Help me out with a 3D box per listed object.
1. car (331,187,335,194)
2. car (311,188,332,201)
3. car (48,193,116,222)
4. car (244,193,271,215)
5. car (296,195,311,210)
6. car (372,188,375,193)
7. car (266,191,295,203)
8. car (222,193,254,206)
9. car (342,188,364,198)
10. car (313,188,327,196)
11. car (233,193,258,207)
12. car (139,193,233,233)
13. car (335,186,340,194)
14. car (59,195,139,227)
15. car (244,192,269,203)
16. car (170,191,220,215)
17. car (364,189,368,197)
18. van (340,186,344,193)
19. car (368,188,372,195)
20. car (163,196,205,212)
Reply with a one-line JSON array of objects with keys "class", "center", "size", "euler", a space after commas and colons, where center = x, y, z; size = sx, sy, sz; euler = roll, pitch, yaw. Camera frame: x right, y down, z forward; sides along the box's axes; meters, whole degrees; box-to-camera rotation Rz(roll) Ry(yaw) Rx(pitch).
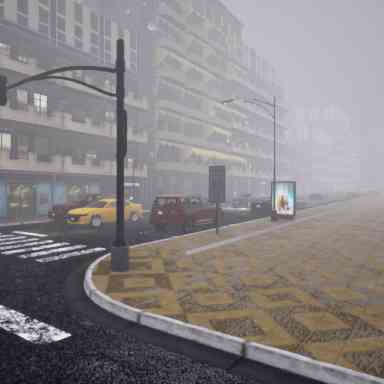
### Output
[{"class": "car", "center": [31.061, -0.027, 77.022], "size": [1.887, 1.381, 4.507], "euler": [2, 2, 35]}, {"class": "car", "center": [19.117, 0.563, 49.836], "size": [1.994, 1.385, 4.181], "euler": [0, 1, 35]}, {"class": "car", "center": [-7.047, 1.010, 22.456], "size": [2.192, 1.841, 5.009], "euler": [1, 2, 35]}, {"class": "car", "center": [6.209, 1.069, 26.809], "size": [1.947, 1.339, 4.313], "euler": [1, 2, 35]}, {"class": "car", "center": [9.386, 0.965, 31.358], "size": [1.947, 1.339, 4.313], "euler": [1, 2, 35]}, {"class": "car", "center": [37.974, -0.012, 72.285], "size": [1.887, 1.381, 4.507], "euler": [1, 2, 35]}, {"class": "car", "center": [12.121, 0.631, 45.318], "size": [2.128, 1.511, 4.902], "euler": [0, 1, 35]}, {"class": "car", "center": [5.655, 0.829, 40.649], "size": [2.008, 1.369, 4.403], "euler": [2, 2, 35]}, {"class": "car", "center": [28.445, 0.309, 58.643], "size": [1.887, 1.381, 4.507], "euler": [1, 2, 35]}, {"class": "car", "center": [27.885, -0.025, 72.471], "size": [1.967, 1.590, 4.097], "euler": [2, 2, 35]}, {"class": "car", "center": [6.114, 0.843, 36.795], "size": [1.837, 1.490, 4.892], "euler": [0, 1, 35]}, {"class": "car", "center": [-0.142, 1.026, 17.708], "size": [2.192, 1.841, 5.009], "euler": [1, 2, 35]}, {"class": "car", "center": [34.238, -0.239, 81.565], "size": [1.967, 1.590, 4.097], "euler": [2, 2, 35]}, {"class": "car", "center": [-5.249, 1.188, 20.531], "size": [1.882, 1.535, 5.008], "euler": [0, 1, 34]}, {"class": "car", "center": [8.830, 0.754, 45.196], "size": [1.802, 1.307, 4.206], "euler": [2, 2, 35]}, {"class": "car", "center": [0.371, 0.879, 28.586], "size": [2.097, 1.767, 4.553], "euler": [0, 1, 35]}, {"class": "car", "center": [31.622, 0.098, 63.187], "size": [1.967, 1.590, 4.097], "euler": [1, 2, 35]}, {"class": "van", "center": [37.414, -0.446, 86.109], "size": [1.690, 1.788, 3.998], "euler": [2, 2, 35]}, {"class": "car", "center": [34.798, 0.096, 67.737], "size": [1.887, 1.381, 4.507], "euler": [1, 2, 35]}, {"class": "car", "center": [-0.697, 1.069, 31.557], "size": [1.802, 1.307, 4.206], "euler": [2, 2, 35]}]
